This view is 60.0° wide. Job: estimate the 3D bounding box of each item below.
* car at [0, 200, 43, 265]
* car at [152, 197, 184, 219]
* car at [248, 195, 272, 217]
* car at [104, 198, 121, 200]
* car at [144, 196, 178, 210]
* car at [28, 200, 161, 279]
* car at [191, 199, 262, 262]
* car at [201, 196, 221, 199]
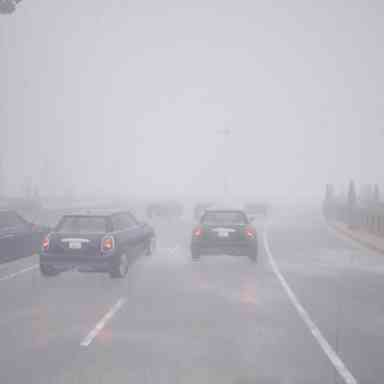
[{"bbox_3d":[-6.079,1.300,10.077,2.097,1.767,4.553,0,0,7],"label":"car"},{"bbox_3d":[-2.134,1.389,27.764,1.837,1.490,4.892,0,0,18],"label":"car"},{"bbox_3d":[5.986,1.342,29.719,1.882,1.535,5.008,0,0,21],"label":"car"},{"bbox_3d":[-9.447,1.393,38.636,1.812,1.442,4.674,0,0,23],"label":"car"},{"bbox_3d":[-3.889,1.327,42.417,1.882,1.535,5.008,0,0,27],"label":"car"},{"bbox_3d":[-2.557,1.302,10.134,2.097,1.767,4.553,0,0,7],"label":"car"},{"bbox_3d":[1.255,1.296,12.197,2.097,1.767,4.553,0,0,8],"label":"car"},{"bbox_3d":[1.580,1.384,27.845,1.837,1.490,4.892,0,0,19],"label":"car"}]
